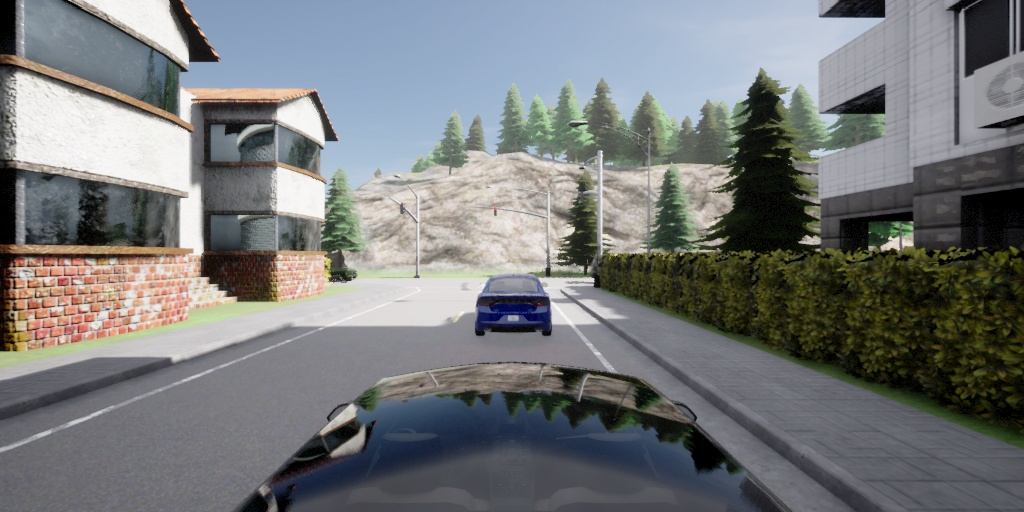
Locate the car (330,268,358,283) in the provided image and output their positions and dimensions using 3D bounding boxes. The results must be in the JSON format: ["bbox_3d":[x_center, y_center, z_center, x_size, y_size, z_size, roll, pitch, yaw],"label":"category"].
[{"bbox_3d":[-14.256,1.367,27.052,4.718,1.301,1.895,0,0,1],"label":"car"}]

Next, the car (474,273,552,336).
[{"bbox_3d":[0.048,1.233,10.446,1.882,1.535,5.008,0,0,0],"label":"car"}]

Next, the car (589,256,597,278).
[{"bbox_3d":[8.593,0.988,26.765,5.566,2.045,2.150,0,0,1],"label":"car"}]
